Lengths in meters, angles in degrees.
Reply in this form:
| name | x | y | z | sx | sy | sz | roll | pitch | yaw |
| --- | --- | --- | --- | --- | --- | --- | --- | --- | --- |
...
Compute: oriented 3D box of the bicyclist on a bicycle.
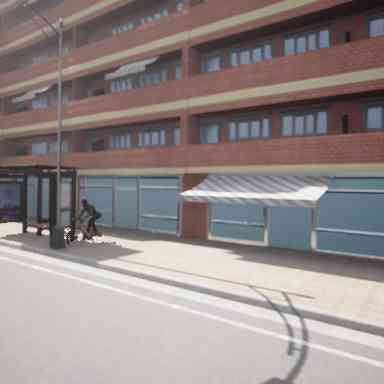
| name | x | y | z | sx | sy | sz | roll | pitch | yaw |
| --- | --- | --- | --- | --- | --- | --- | --- | --- | --- |
| bicyclist on a bicycle | -3.534 | 1.051 | 11.310 | 0.582 | 1.620 | 1.656 | 2 | 1 | 35 |
